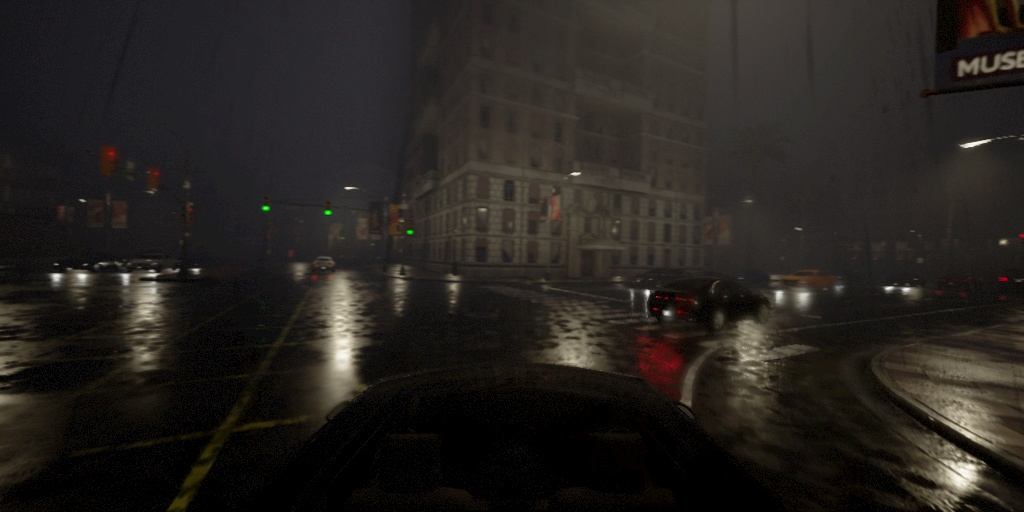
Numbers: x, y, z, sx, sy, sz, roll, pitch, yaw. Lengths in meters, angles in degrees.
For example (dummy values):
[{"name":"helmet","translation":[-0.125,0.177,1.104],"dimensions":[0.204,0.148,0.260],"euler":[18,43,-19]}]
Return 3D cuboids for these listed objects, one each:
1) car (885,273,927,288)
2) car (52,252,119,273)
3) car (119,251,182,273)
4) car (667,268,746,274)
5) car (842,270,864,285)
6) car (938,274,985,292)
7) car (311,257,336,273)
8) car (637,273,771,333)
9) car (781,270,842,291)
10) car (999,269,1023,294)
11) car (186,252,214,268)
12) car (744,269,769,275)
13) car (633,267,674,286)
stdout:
[{"name":"car","translation":[39.299,2.400,35.785],"dimensions":[4.181,1.385,1.994],"euler":[2,0,-25]},{"name":"car","translation":[-30.980,0.440,26.572],"dimensions":[2.033,1.411,5.357],"euler":[2,0,-26]},{"name":"car","translation":[-27.681,0.509,27.770],"dimensions":[1.812,1.442,4.674],"euler":[2,0,-26]},{"name":"car","translation":[12.283,1.653,22.644],"dimensions":[4.181,1.385,1.994],"euler":[2,0,-26]},{"name":"car","translation":[34.674,2.200,37.461],"dimensions":[4.902,1.511,2.128],"euler":[2,0,-26]},{"name":"car","translation":[40.722,2.352,32.485],"dimensions":[5.008,1.535,1.882],"euler":[2,0,-26]},{"name":"car","translation":[-17.821,0.782,34.030],"dimensions":[1.812,1.442,4.674],"euler":[2,0,-26]},{"name":"car","translation":[6.440,1.432,11.541],"dimensions":[4.892,1.490,1.837],"euler":[2,-1,-34]},{"name":"car","translation":[23.170,1.867,28.016],"dimensions":[5.008,1.535,1.882],"euler":[2,0,-26]},{"name":"car","translation":[42.281,2.135,29.346],"dimensions":[5.566,2.045,2.150],"euler":[2,0,-25]},{"name":"car","translation":[-31.780,0.348,36.107],"dimensions":[1.882,1.535,5.008],"euler":[2,0,-26]},{"name":"car","translation":[19.889,1.825,30.311],"dimensions":[4.674,1.442,1.812],"euler":[1,0,-26]},{"name":"car","translation":[10.915,1.556,25.872],"dimensions":[4.892,1.490,1.837],"euler":[2,0,-26]}]
